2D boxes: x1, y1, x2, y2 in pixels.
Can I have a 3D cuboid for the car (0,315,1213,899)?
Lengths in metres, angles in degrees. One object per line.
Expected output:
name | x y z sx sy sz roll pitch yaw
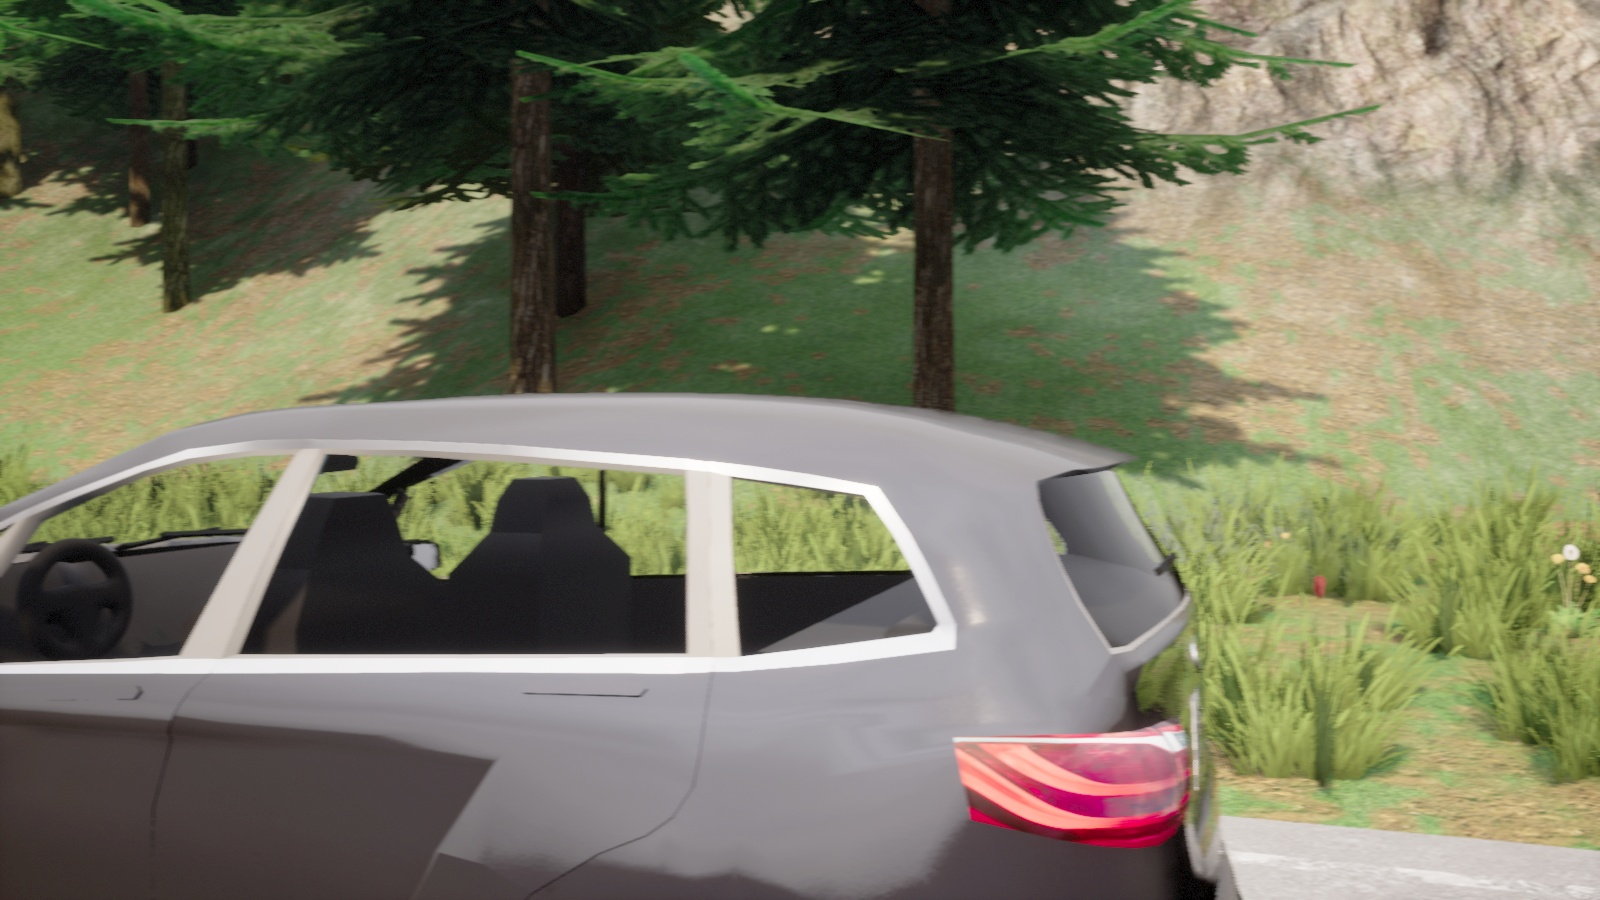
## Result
car | -1.253 0.605 3.595 4.611 1.667 2.242 1 1 18
